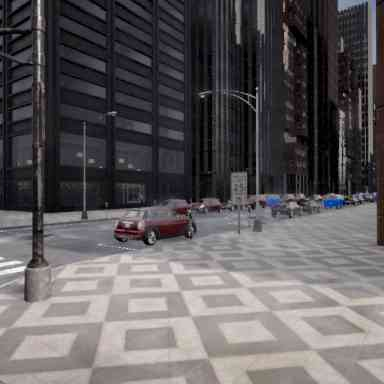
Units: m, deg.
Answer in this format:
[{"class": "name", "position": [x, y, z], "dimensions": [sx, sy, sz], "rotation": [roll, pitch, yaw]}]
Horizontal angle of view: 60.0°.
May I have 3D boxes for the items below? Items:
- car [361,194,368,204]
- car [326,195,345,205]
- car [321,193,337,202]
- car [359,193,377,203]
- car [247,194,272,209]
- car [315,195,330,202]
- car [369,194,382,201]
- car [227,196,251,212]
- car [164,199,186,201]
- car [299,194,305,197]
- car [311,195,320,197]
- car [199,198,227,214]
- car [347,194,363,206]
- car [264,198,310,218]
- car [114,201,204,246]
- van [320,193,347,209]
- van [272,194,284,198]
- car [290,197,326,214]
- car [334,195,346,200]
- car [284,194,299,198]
[{"class": "car", "position": [27.970, 1.411, 56.212], "dimensions": [1.947, 1.339, 4.313], "rotation": [0, 0, 36]}, {"class": "car", "position": [23.798, 1.339, 54.970], "dimensions": [1.882, 1.535, 5.008], "rotation": [0, 0, 36]}, {"class": "car", "position": [30.868, 1.164, 74.838], "dimensions": [2.192, 1.841, 5.009], "rotation": [0, 0, 36]}, {"class": "car", "position": [34.522, 1.372, 65.318], "dimensions": [1.887, 1.381, 4.507], "rotation": [0, 0, 36]}, {"class": "car", "position": [7.937, 1.234, 42.963], "dimensions": [2.192, 1.841, 5.009], "rotation": [0, 0, 36]}, {"class": "car", "position": [27.593, 1.408, 70.285], "dimensions": [2.008, 1.369, 4.403], "rotation": [0, 0, 36]}, {"class": "car", "position": [41.073, 1.250, 74.425], "dimensions": [1.967, 1.590, 4.097], "rotation": [0, 0, 36]}, {"class": "car", "position": [4.662, 1.482, 38.410], "dimensions": [2.008, 1.369, 4.403], "rotation": [0, 0, 36]}, {"class": "car", "position": [-1.890, 1.397, 29.302], "dimensions": [1.967, 1.590, 4.097], "rotation": [0, 0, 36]}, {"class": "car", "position": [17.764, 1.201, 56.623], "dimensions": [2.192, 1.841, 5.009], "rotation": [0, 0, 36]}, {"class": "car", "position": [24.317, 1.307, 65.731], "dimensions": [1.967, 1.590, 4.097], "rotation": [0, 0, 36]}, {"class": "car", "position": [1.386, 1.384, 33.856], "dimensions": [1.967, 1.590, 4.097], "rotation": [0, 0, 36]}, {"class": "car", "position": [24.695, 1.421, 51.658], "dimensions": [1.947, 1.339, 4.313], "rotation": [0, 0, 36]}, {"class": "car", "position": [8.317, 1.464, 28.892], "dimensions": [2.008, 1.369, 4.403], "rotation": [0, 0, 36]}, {"class": "car", "position": [-1.510, 1.393, 15.233], "dimensions": [1.967, 1.590, 4.097], "rotation": [0, 0, 36]}, {"class": "van", "position": [18.143, 1.218, 42.552], "dimensions": [1.690, 1.788, 3.998], "rotation": [0, 0, 36]}, {"class": "van", "position": [11.212, 1.248, 47.516], "dimensions": [1.690, 1.788, 3.998], "rotation": [0, 0, 36]}, {"class": "car", "position": [11.593, 1.466, 33.445], "dimensions": [1.947, 1.339, 4.313], "rotation": [0, 0, 36]}, {"class": "car", "position": [37.420, 1.398, 83.945], "dimensions": [1.947, 1.339, 4.313], "rotation": [0, 0, 36]}, {"class": "car", "position": [14.489, 1.211, 52.070], "dimensions": [2.192, 1.841, 5.009], "rotation": [0, 0, 36]}]
